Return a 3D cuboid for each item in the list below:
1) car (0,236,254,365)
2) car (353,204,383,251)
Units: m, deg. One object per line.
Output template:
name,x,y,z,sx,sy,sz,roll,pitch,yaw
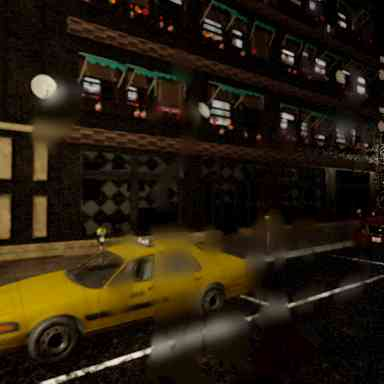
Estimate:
car,-1.055,1.508,5.788,4.829,1.417,1.752,-1,1,-35
car,8.059,1.215,12.282,5.009,1.841,2.192,-1,1,-35
